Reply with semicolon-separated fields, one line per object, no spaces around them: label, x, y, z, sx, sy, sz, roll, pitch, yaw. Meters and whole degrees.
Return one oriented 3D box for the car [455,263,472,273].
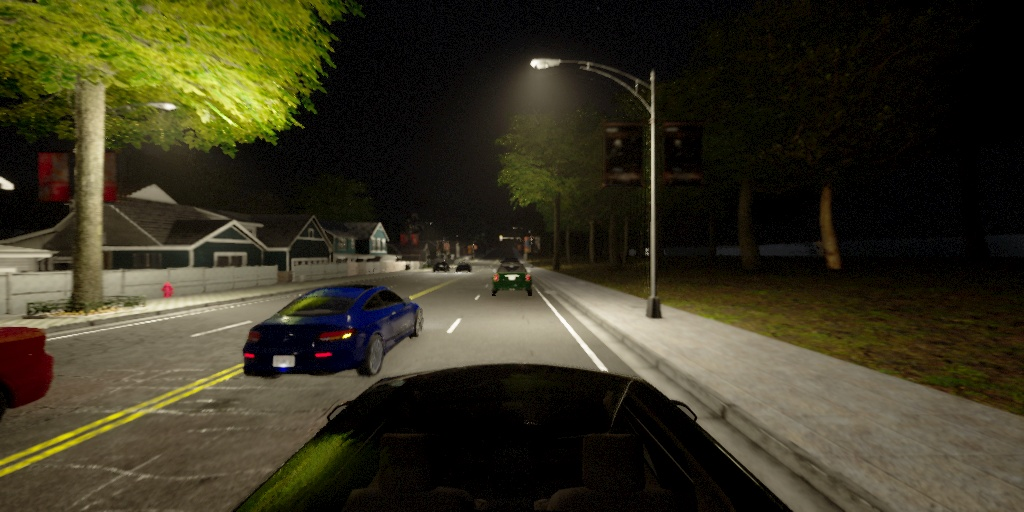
car;-6.800;1.630;51.014;1.994;1.385;4.181;0;-1;0

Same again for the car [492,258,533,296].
car;-0.006;1.154;20.012;2.097;1.767;4.553;0;0;0

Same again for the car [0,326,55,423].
car;-6.591;1.260;2.252;1.882;1.535;5.008;0;0;0

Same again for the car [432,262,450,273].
car;-10.049;1.597;51.264;1.837;1.490;4.892;0;-1;0

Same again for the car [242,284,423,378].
car;-3.170;1.295;7.261;1.812;1.442;4.674;0;0;0
